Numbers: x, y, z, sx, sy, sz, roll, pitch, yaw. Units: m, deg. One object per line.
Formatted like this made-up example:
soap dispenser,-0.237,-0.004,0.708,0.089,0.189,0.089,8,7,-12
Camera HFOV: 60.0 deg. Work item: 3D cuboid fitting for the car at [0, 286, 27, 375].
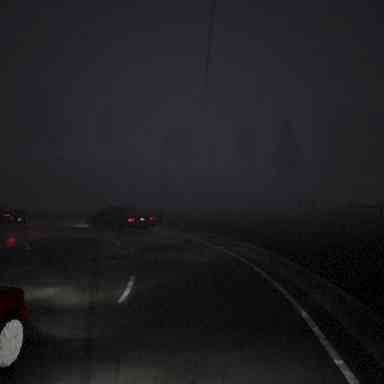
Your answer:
car,-3.197,1.465,2.545,1.882,1.535,5.008,0,0,1

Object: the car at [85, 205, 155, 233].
car,-4.307,1.484,19.400,2.033,1.411,5.357,0,0,-42

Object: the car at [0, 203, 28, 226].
car,-12.373,1.446,20.890,4.674,1.442,1.812,0,0,26

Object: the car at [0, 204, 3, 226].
car,-11.268,1.413,16.180,5.008,1.535,1.882,0,-1,42
